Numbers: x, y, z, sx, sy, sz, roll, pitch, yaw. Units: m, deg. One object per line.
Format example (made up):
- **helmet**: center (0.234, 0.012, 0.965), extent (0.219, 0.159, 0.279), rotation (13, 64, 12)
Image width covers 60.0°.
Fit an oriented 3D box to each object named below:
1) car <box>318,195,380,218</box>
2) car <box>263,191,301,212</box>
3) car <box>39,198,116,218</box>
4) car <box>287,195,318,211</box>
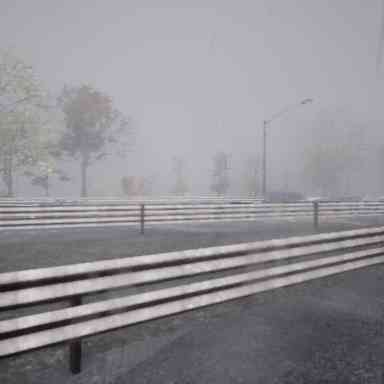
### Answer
- **car**: center (12.816, 1.075, 26.687), extent (4.553, 1.767, 2.097), rotation (0, 0, -23)
- **car**: center (9.699, 0.946, 32.982), extent (5.566, 2.045, 2.150), rotation (0, 0, -23)
- **car**: center (-7.433, 1.170, 21.714), extent (4.902, 1.511, 2.128), rotation (0, 0, -24)
- **car**: center (11.272, 1.251, 29.823), extent (4.674, 1.442, 1.812), rotation (0, 0, -23)
